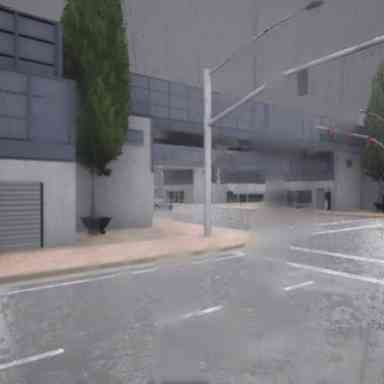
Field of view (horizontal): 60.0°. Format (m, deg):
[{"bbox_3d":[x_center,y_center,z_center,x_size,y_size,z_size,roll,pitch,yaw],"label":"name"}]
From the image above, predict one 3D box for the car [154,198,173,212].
[{"bbox_3d":[-3.991,1.421,37.338,1.882,1.535,5.008,0,0,-36],"label":"car"}]
